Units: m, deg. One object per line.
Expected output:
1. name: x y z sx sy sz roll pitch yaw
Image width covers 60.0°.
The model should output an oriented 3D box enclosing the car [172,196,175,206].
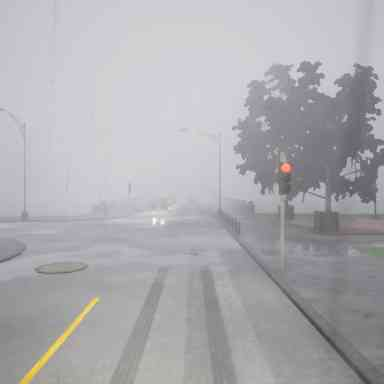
1. car: -4.048 1.477 51.771 1.882 1.535 5.008 0 0 0

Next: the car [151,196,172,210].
1. car: -4.063 1.491 42.224 2.128 1.511 4.902 0 0 0

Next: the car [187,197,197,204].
1. car: 0.054 1.547 61.659 2.033 1.411 5.357 0 0 0
